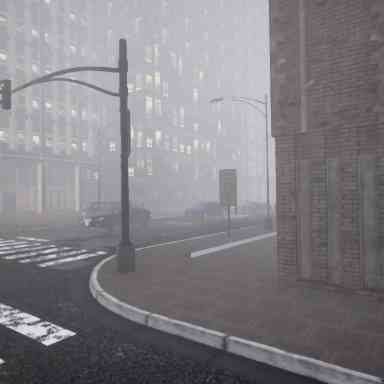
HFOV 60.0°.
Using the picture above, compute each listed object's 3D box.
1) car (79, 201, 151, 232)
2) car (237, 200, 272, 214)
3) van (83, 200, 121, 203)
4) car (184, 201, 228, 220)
[{"bbox_3d":[-4.633,1.557,20.983,2.128,1.511,4.902,-1,-1,34],"label":"car"},{"bbox_3d":[7.254,1.707,37.514,1.895,1.301,4.718,-1,-1,36],"label":"car"},{"bbox_3d":[-6.008,1.460,23.498,1.690,1.788,3.998,-2,-1,36],"label":"van"},{"bbox_3d":[1.297,1.563,29.228,1.882,1.535,5.008,-1,-1,36],"label":"car"}]
